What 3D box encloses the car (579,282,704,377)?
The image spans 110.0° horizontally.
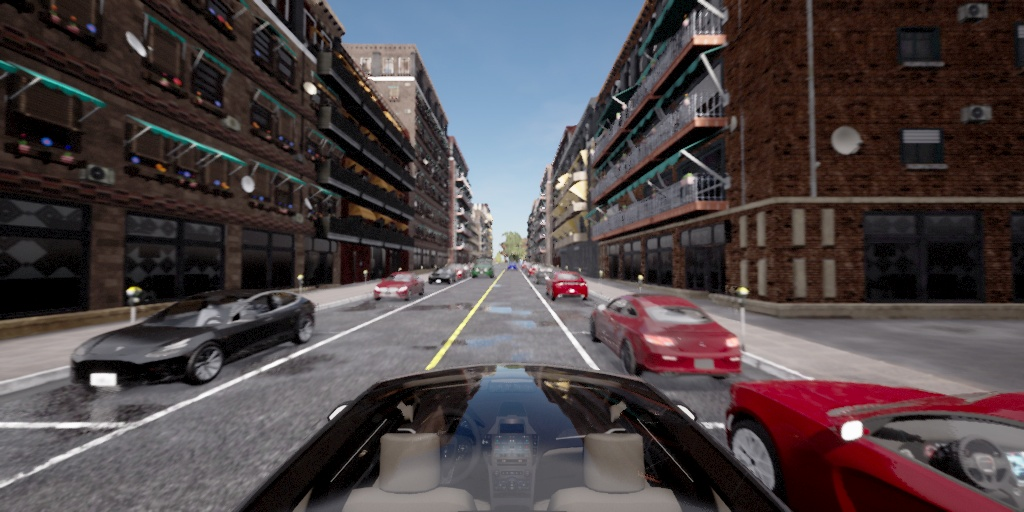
[{"bbox_3d":[2.698,1.387,7.116,1.802,1.307,4.207,0,0,0],"label":"car"}]

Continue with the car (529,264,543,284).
[{"bbox_3d":[2.712,1.582,29.760,2.007,1.370,4.403,0,0,0],"label":"car"}]

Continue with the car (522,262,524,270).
[{"bbox_3d":[2.725,1.754,46.743,2.007,1.370,4.403,0,0,0],"label":"car"}]

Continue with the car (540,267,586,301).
[{"bbox_3d":[2.704,1.463,18.437,1.888,1.381,4.507,0,0,0],"label":"car"}]

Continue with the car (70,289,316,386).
[{"bbox_3d":[-5.688,1.368,7.165,1.948,1.339,4.313,0,0,0],"label":"car"}]

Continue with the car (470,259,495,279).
[{"bbox_3d":[-2.994,1.340,38.239,2.150,2.045,5.566,0,-1,1],"label":"car"}]

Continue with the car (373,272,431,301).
[{"bbox_3d":[-5.677,1.498,18.484,1.802,1.307,4.207,0,0,0],"label":"car"}]

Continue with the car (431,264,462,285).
[{"bbox_3d":[-5.669,1.595,29.807,1.948,1.339,4.313,0,0,0],"label":"car"}]

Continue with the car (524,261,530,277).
[{"bbox_3d":[2.721,1.585,41.082,1.967,1.591,4.097,0,0,0],"label":"car"}]

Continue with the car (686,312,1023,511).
[{"bbox_3d":[2.765,1.293,1.455,1.888,1.381,4.507,0,0,0],"label":"car"}]

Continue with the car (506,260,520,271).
[{"bbox_3d":[0.049,1.896,63.125,1.812,1.442,4.674,0,-1,0],"label":"car"}]

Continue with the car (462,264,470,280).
[{"bbox_3d":[-5.664,1.526,35.468,1.967,1.591,4.097,0,0,0],"label":"car"}]
